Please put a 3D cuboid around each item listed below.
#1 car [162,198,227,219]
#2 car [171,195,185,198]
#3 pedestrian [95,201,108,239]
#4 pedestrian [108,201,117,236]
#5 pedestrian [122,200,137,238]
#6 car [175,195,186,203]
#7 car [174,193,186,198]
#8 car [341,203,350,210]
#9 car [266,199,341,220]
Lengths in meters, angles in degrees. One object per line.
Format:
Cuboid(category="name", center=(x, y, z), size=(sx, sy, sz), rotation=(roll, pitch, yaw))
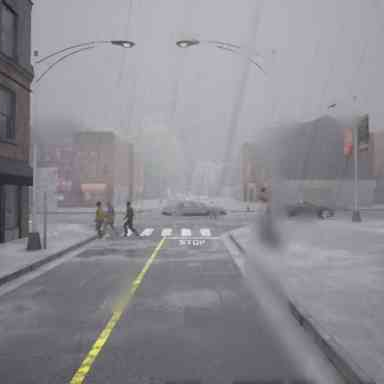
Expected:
Cuboid(category="car", center=(0.159, 1.471, 27.816), size=(5.357, 1.411, 2.033), rotation=(-1, -1, 0))
Cuboid(category="car", center=(-2.540, 1.503, 46.703), size=(2.033, 1.411, 5.357), rotation=(0, 0, 2))
Cuboid(category="pedestrian", center=(-4.343, 1.289, 15.643), size=(0.375, 1.860, 0.375), rotation=(1, -1, 0))
Cuboid(category="pedestrian", center=(-4.189, 1.287, 16.917), size=(0.375, 1.860, 0.375), rotation=(1, -1, 0))
Cuboid(category="pedestrian", center=(-3.050, 1.287, 16.315), size=(0.375, 1.860, 0.375), rotation=(1, -1, 0))
Cuboid(category="car", center=(-2.384, 1.420, 69.387), size=(2.128, 1.511, 4.902), rotation=(0, 0, 0))
Cuboid(category="car", center=(-2.478, 1.292, 56.793), size=(2.097, 1.767, 4.553), rotation=(0, 0, 0))
Cuboid(category="car", center=(13.440, 1.455, 34.623), size=(5.357, 1.411, 2.033), rotation=(-1, -1, 0))
Cuboid(category="car", center=(7.943, 1.239, 24.633), size=(5.008, 1.535, 1.882), rotation=(-1, -1, 0))
